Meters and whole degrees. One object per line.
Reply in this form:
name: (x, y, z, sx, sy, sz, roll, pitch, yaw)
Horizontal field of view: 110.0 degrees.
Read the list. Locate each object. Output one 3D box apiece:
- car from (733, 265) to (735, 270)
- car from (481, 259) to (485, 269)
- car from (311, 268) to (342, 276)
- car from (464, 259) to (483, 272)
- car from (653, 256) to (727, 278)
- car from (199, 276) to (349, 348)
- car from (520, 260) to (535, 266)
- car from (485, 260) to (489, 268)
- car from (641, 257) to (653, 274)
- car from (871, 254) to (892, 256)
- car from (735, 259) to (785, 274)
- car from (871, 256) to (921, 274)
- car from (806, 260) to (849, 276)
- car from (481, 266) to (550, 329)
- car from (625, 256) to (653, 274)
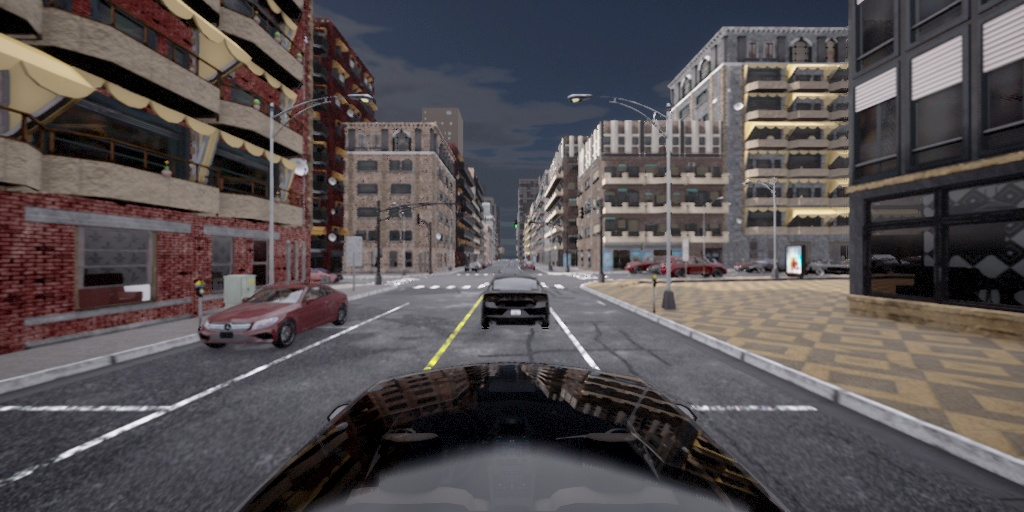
car: (25.652, 0.994, 37.775, 4.207, 1.307, 1.802, 0, 0, -1)
car: (-5.713, 1.553, 56.839, 1.751, 1.417, 4.829, 0, 0, 0)
car: (-17.189, 1.751, 31.588, 4.181, 1.385, 1.994, -1, 0, -1)
car: (-5.711, 1.564, 51.327, 1.948, 1.339, 4.313, 0, 0, 0)
car: (14.698, 0.908, 29.293, 5.009, 1.841, 2.192, 0, 0, -1)
car: (-5.744, 1.368, 9.304, 1.802, 1.307, 4.207, 0, 0, 0)
car: (2.667, 1.468, 57.015, 1.967, 1.591, 4.097, 0, 0, 0)
car: (-5.716, 1.373, 62.692, 2.192, 1.841, 5.009, 0, 0, 0)
car: (15.720, 1.095, 35.098, 4.892, 1.490, 1.837, -1, 0, -1)
car: (35.122, 0.579, 35.265, 4.553, 1.767, 2.097, -1, 0, -1)
car: (25.465, 0.956, 35.185, 5.357, 1.411, 2.033, -1, 0, 0)
car: (31.339, 0.848, 29.447, 4.313, 1.339, 1.948, 0, 0, -1)
car: (25.792, 0.952, 29.396, 4.313, 1.339, 1.948, 0, 0, -1)
car: (0.095, 1.274, 11.536, 1.882, 1.535, 5.008, 0, 0, 0)
car: (14.560, 0.933, 37.673, 5.009, 1.841, 2.192, 0, 0, -1)
